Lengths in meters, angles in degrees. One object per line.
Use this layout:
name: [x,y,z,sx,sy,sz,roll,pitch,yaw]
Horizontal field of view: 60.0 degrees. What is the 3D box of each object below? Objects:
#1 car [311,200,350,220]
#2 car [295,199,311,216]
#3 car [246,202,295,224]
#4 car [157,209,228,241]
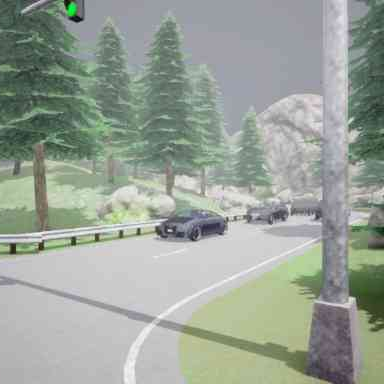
car: [11.668,1.317,27.382,2.097,1.767,4.553,0,0,34]
car: [11.291,1.520,33.634,1.837,1.490,4.892,0,0,27]
car: [5.735,1.507,25.059,2.128,1.511,4.902,0,0,35]
car: [0.116,1.579,16.854,1.994,1.385,4.181,0,0,34]
